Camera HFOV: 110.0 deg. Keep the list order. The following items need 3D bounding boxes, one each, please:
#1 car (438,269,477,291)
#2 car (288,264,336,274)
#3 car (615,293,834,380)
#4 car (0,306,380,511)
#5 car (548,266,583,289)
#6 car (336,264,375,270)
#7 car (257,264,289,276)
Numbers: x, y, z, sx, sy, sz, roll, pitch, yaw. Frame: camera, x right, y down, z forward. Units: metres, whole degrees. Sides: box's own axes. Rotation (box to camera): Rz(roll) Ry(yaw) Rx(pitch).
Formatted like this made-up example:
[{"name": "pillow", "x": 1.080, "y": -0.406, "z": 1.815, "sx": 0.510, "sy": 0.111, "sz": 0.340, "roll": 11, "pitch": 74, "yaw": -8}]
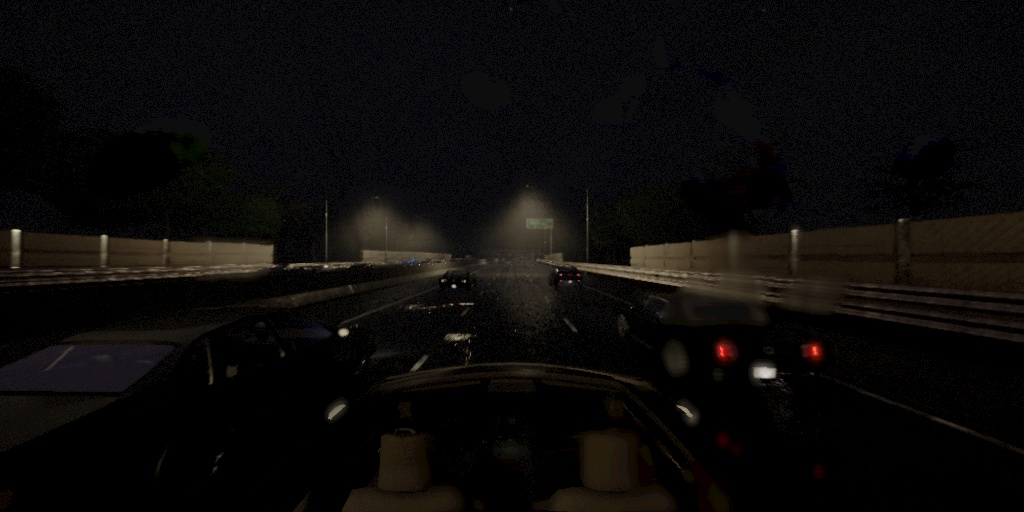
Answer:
[{"name": "car", "x": -3.399, "y": 1.516, "z": 23.282, "sx": 1.895, "sy": 1.301, "sz": 4.718, "roll": 0, "pitch": 0, "yaw": 0}, {"name": "car", "x": -17.592, "y": 1.521, "z": 32.873, "sx": 2.033, "sy": 1.411, "sz": 5.357, "roll": 0, "pitch": 0, "yaw": 0}, {"name": "car", "x": 3.601, "y": 1.398, "z": 7.318, "sx": 1.895, "sy": 1.301, "sz": 4.718, "roll": 0, "pitch": 0, "yaw": 0}, {"name": "car", "x": -3.399, "y": 1.319, "z": 4.228, "sx": 2.033, "sy": 1.411, "sz": 5.357, "roll": 0, "pitch": 0, "yaw": 0}, {"name": "car", "x": 3.601, "y": 1.415, "z": 24.646, "sx": 2.128, "sy": 1.511, "sz": 4.902, "roll": 0, "pitch": 0, "yaw": 0}, {"name": "car", "x": -14.087, "y": 1.483, "z": 33.422, "sx": 1.837, "sy": 1.490, "sz": 4.892, "roll": 0, "pitch": -1, "yaw": 0}, {"name": "car", "x": -21.085, "y": 1.466, "z": 32.985, "sx": 2.128, "sy": 1.511, "sz": 4.902, "roll": 0, "pitch": 0, "yaw": 0}]
